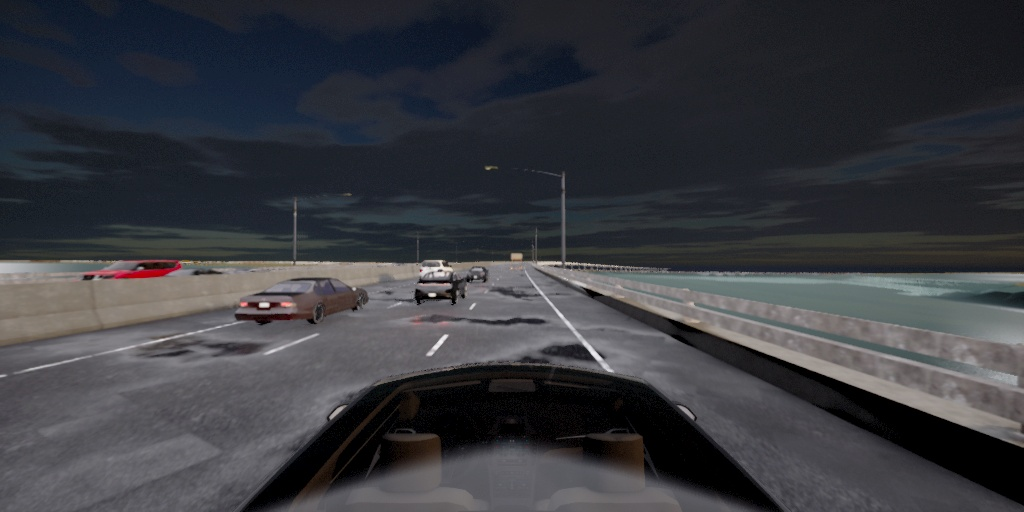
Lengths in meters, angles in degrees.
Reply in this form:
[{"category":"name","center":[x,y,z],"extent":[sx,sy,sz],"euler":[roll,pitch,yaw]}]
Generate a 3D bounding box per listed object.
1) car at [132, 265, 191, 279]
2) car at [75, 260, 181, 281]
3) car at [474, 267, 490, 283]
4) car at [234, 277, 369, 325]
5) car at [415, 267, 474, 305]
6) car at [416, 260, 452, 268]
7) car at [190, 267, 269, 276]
[{"category":"car","center":[-21.008,1.531,23.372],"extent":[1.882,1.535,5.008],"euler":[0,-1,0]},{"category":"car","center":[-24.510,1.275,23.424],"extent":[2.150,2.045,5.566],"euler":[0,-1,0]},{"category":"car","center":[-3.203,1.727,34.152],"extent":[1.812,1.442,4.674],"euler":[0,-1,1]},{"category":"car","center":[-6.877,1.449,12.478],"extent":[2.033,1.411,5.357],"euler":[0,-1,0]},{"category":"car","center":[-3.350,1.465,17.555],"extent":[2.128,1.511,4.902],"euler":[0,-1,0]},{"category":"car","center":[-6.727,1.397,32.213],"extent":[2.150,2.045,5.566],"euler":[0,-1,1]},{"category":"car","center":[-17.508,1.544,23.339],"extent":[2.128,1.511,4.902],"euler":[0,-1,0]}]
